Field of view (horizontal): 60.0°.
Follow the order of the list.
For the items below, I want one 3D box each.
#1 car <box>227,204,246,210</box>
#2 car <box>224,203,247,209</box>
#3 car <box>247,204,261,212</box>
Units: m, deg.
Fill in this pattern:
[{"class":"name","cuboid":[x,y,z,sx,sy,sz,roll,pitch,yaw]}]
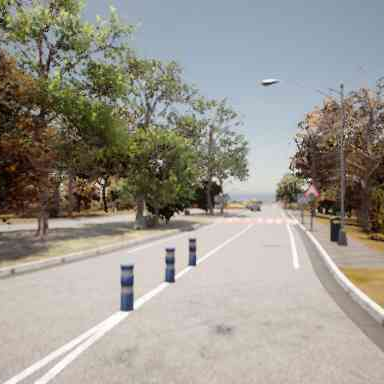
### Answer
[{"class":"car","cuboid":[12.563,4.154,93.967,4.892,1.521,2.231,0,-3,14]},{"class":"car","cuboid":[12.064,4.011,91.240,5.366,1.575,1.946,0,-3,14]},{"class":"car","cuboid":[12.287,3.082,64.244,1.837,1.490,4.892,0,-1,15]}]
